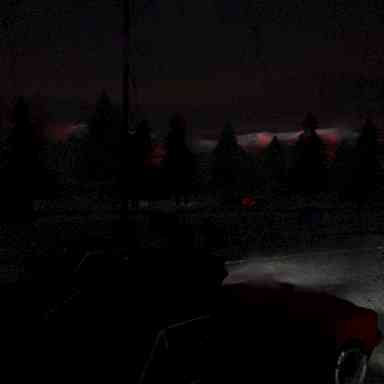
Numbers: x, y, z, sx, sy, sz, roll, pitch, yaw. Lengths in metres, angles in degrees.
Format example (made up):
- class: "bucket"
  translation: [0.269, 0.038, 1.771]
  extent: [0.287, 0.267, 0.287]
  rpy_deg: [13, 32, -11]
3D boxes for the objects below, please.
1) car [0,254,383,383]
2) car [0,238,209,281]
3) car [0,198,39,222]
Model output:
- class: "car"
  translation: [-0.038, 1.604, 3.532]
  extent: [4.718, 1.301, 1.895]
  rpy_deg: [1, 0, -33]
- class: "car"
  translation: [-1.585, 1.596, 6.681]
  extent: [4.718, 1.301, 1.895]
  rpy_deg: [1, 0, -33]
- class: "car"
  translation: [-13.595, 1.277, 23.983]
  extent: [4.553, 1.767, 2.097]
  rpy_deg: [1, 0, -32]
